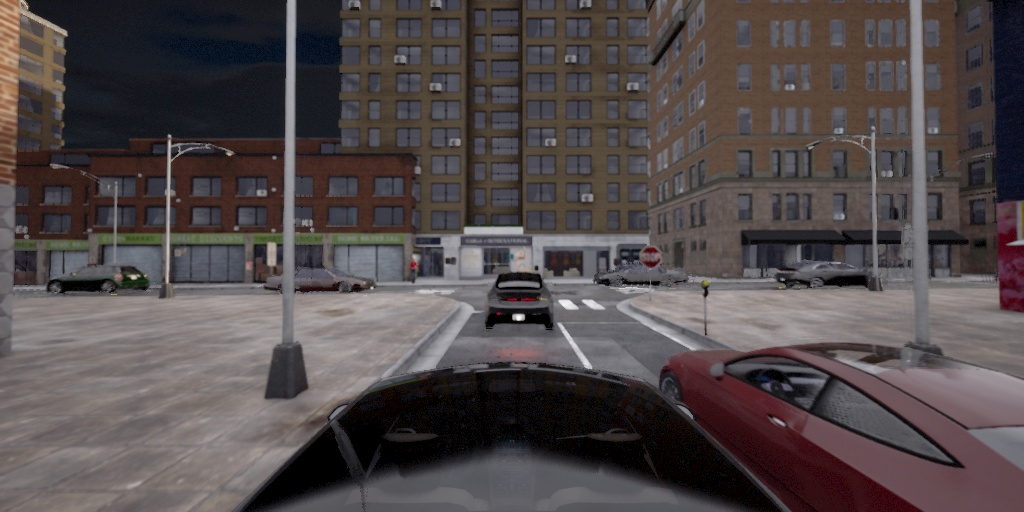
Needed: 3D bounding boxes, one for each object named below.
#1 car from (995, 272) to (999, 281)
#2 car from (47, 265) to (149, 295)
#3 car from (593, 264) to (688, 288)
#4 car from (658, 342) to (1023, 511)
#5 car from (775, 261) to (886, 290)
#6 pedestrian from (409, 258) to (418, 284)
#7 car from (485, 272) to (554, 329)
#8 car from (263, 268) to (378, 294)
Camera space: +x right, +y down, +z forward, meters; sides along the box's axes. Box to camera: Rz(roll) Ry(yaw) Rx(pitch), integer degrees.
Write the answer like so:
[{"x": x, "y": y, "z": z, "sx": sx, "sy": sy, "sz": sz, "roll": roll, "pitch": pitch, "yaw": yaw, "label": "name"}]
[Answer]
[{"x": 32.522, "y": 0.982, "z": 21.762, "sx": 4.674, "sy": 1.442, "sz": 1.812, "roll": 0, "pitch": -1, "yaw": 0, "label": "car"}, {"x": -25.325, "y": 1.386, "z": 22.020, "sx": 4.553, "sy": 1.767, "sz": 2.097, "roll": -1, "pitch": -1, "yaw": 0, "label": "car"}, {"x": 7.768, "y": 1.203, "z": 21.883, "sx": 5.357, "sy": 1.411, "sz": 2.033, "roll": -1, "pitch": -1, "yaw": 0, "label": "car"}, {"x": 2.639, "y": 1.330, "z": 2.776, "sx": 1.802, "sy": 1.307, "sz": 4.207, "roll": 0, "pitch": 0, "yaw": 0, "label": "car"}, {"x": 16.686, "y": 1.018, "z": 18.893, "sx": 4.902, "sy": 1.511, "sz": 2.128, "roll": 0, "pitch": -1, "yaw": 0, "label": "car"}, {"x": -6.820, "y": 0.986, "z": 24.857, "sx": 0.375, "sy": 1.860, "sz": 0.375, "roll": 0, "pitch": 0, "yaw": 0, "label": "pedestrian"}, {"x": 0.247, "y": 1.235, "z": 11.155, "sx": 1.837, "sy": 1.490, "sz": 4.892, "roll": 0, "pitch": 0, "yaw": 2, "label": "car"}, {"x": -10.059, "y": 1.330, "z": 19.006, "sx": 5.357, "sy": 1.411, "sz": 2.033, "roll": -1, "pitch": -1, "yaw": 0, "label": "car"}]
